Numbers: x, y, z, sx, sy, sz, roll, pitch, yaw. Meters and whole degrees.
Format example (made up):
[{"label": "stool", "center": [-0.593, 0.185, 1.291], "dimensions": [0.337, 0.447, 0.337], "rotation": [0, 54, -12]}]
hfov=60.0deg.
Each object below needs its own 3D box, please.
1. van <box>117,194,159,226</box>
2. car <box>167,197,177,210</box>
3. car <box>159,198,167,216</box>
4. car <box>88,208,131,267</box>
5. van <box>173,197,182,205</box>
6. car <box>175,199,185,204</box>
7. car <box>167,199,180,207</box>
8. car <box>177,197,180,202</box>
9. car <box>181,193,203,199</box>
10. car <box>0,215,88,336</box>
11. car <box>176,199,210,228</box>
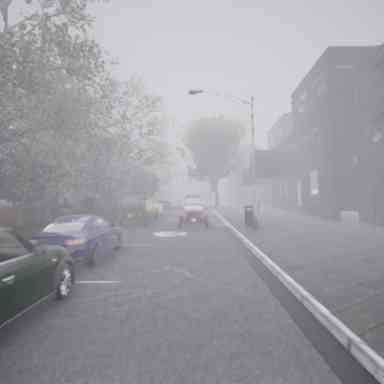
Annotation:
[{"label": "van", "center": [-3.646, 1.162, 22.315], "dimensions": [1.878, 1.987, 4.442], "rotation": [0, 0, 2]}, {"label": "car", "center": [-3.628, 1.592, 44.474], "dimensions": [2.163, 1.488, 4.792], "rotation": [1, -1, 2]}, {"label": "car", "center": [-3.650, 1.239, 27.738], "dimensions": [2.185, 1.767, 4.553], "rotation": [0, 0, 2]}, {"label": "car", "center": [-3.651, 1.474, 11.055], "dimensions": [2.002, 1.452, 4.674], "rotation": [0, 0, 2]}, {"label": "van", "center": [-3.613, 2.203, 83.551], "dimensions": [1.878, 1.987, 4.442], "rotation": [1, -1, 2]}, {"label": "car", "center": [-3.388, 2.639, 94.798], "dimensions": [2.231, 1.521, 4.892], "rotation": [0, -1, 2]}, {"label": "car", "center": [-3.636, 2.102, 66.746], "dimensions": [2.163, 1.488, 4.792], "rotation": [0, -1, 2]}, {"label": "car", "center": [-3.628, 1.817, 55.581], "dimensions": [2.097, 1.535, 5.008], "rotation": [1, -2, 2]}, {"label": "car", "center": [0.106, 1.202, 40.048], "dimensions": [2.150, 2.045, 5.566], "rotation": [0, -1, 0]}, {"label": "car", "center": [-3.654, 1.332, 5.455], "dimensions": [2.185, 1.767, 4.553], "rotation": [0, 0, 2]}, {"label": "car", "center": [0.103, 1.436, 21.471], "dimensions": [1.812, 1.442, 4.674], "rotation": [0, 0, 0]}]
